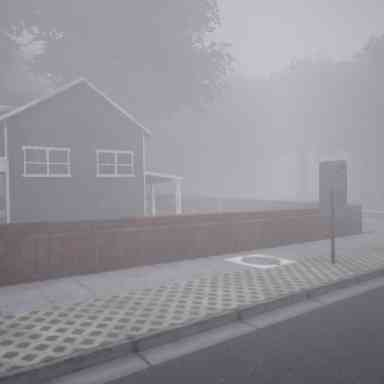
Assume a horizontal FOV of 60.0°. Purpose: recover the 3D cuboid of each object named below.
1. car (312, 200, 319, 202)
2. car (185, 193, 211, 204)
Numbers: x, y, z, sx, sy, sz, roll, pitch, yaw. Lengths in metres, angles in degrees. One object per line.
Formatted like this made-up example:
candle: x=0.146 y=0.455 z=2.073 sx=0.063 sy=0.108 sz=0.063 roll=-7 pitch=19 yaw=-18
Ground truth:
car: x=10.802 y=1.320 z=26.697 sx=1.994 sy=1.385 sz=4.181 roll=-2 pitch=2 yaw=-36
car: x=1.010 y=0.882 z=40.329 sx=2.128 sy=1.511 sz=4.902 roll=-2 pitch=3 yaw=-36
